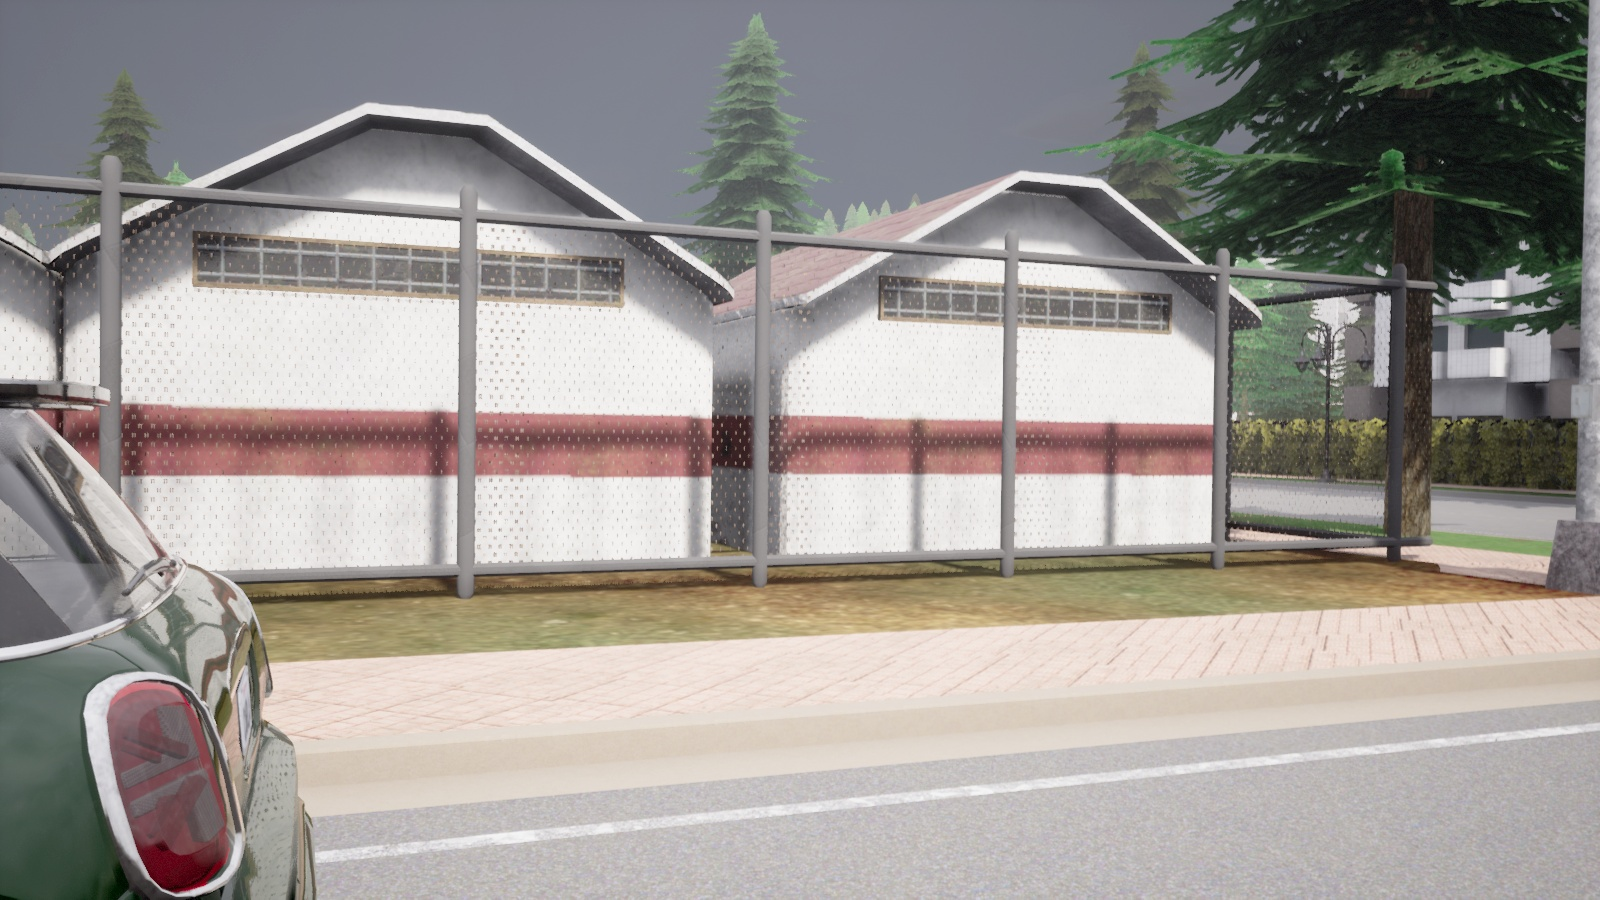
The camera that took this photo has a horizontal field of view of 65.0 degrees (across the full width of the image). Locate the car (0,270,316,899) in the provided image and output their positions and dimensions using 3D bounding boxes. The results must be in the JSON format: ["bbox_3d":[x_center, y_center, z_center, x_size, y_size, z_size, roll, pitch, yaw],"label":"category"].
[{"bbox_3d":[-3.230,0.656,2.011,4.553,1.767,2.097,-1,1,-21],"label":"car"}]
